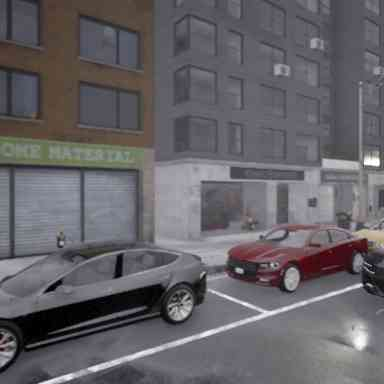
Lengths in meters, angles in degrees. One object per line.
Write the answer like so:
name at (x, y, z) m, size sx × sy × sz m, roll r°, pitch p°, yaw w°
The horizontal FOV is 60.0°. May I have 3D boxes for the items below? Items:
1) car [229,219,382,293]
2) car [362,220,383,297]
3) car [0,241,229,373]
car at (2.911, 1.534, 8.840) m, size 4.507 × 1.381 × 1.887 m, roll 0°, pitch 0°, yaw -35°
car at (5.791, 1.465, 7.507) m, size 5.008 × 1.535 × 1.882 m, roll 0°, pitch 0°, yaw -35°
car at (-1.704, 1.563, 5.549) m, size 4.313 × 1.339 × 1.947 m, roll 0°, pitch 0°, yaw -35°
